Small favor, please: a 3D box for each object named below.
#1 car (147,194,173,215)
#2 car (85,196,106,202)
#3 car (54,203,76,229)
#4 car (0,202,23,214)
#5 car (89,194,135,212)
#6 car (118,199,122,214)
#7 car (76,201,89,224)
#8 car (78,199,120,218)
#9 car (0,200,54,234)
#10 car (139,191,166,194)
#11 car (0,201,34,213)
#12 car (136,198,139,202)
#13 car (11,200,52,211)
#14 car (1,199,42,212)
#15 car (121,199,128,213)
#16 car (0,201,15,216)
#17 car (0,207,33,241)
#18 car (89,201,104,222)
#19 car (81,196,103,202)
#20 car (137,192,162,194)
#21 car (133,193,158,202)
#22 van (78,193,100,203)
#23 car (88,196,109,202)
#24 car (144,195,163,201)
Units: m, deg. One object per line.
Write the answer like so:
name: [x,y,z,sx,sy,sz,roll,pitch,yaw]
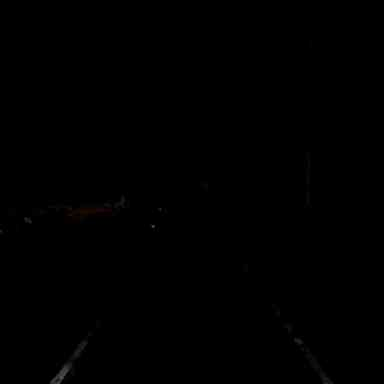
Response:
car: [-3.387,1.507,38.134,2.150,2.045,5.566,0,-1,0]
car: [-23.441,1.650,80.857,4.674,1.452,2.002,0,0,0]
car: [-10.222,1.621,20.653,4.892,1.521,2.231,0,-1,0]
car: [-23.263,1.909,40.113,4.674,1.452,2.002,0,-1,0]
car: [-10.215,1.619,40.077,5.566,2.045,2.435,0,-1,0]
car: [-10.205,1.794,34.521,4.892,1.521,2.231,0,-1,0]
car: [-10.408,1.644,23.421,5.366,1.575,1.946,0,-1,0]
car: [-10.019,1.751,31.745,5.366,1.575,1.946,0,-1,0]
car: [-10.265,1.474,17.874,4.553,1.767,2.185,0,0,0]
car: [-10.370,1.372,86.585,5.566,2.045,2.435,0,0,0]
car: [-23.231,1.938,42.883,4.792,1.488,2.163,0,-1,0]
car: [-10.145,1.977,45.625,4.792,1.488,2.163,0,-1,0]
car: [-23.244,1.983,48.300,5.008,1.535,2.097,0,-1,0]
car: [-23.286,1.819,45.531,4.553,1.767,2.185,0,-1,0]
car: [-10.378,1.829,37.298,5.366,1.575,1.946,0,-1,0]
car: [-23.087,1.828,37.344,5.366,1.575,1.946,0,-1,0]
car: [-10.270,1.612,15.100,4.792,1.488,2.163,0,0,0]
car: [-10.031,1.675,26.073,5.366,1.575,1.946,0,-1,0]
car: [-23.449,1.632,78.072,4.674,1.452,2.002,0,0,0]
car: [-10.389,1.487,81.013,4.553,1.767,2.185,0,0,0]
car: [-10.345,1.606,75.442,4.792,1.488,2.163,0,0,0]
van: [-23.328,1.351,75.400,4.442,1.987,1.878,1,0,0]
car: [-23.458,1.651,83.769,4.792,1.488,2.163,0,0,0]
car: [-10.327,1.616,89.375,4.892,1.521,2.231,0,0,0]
